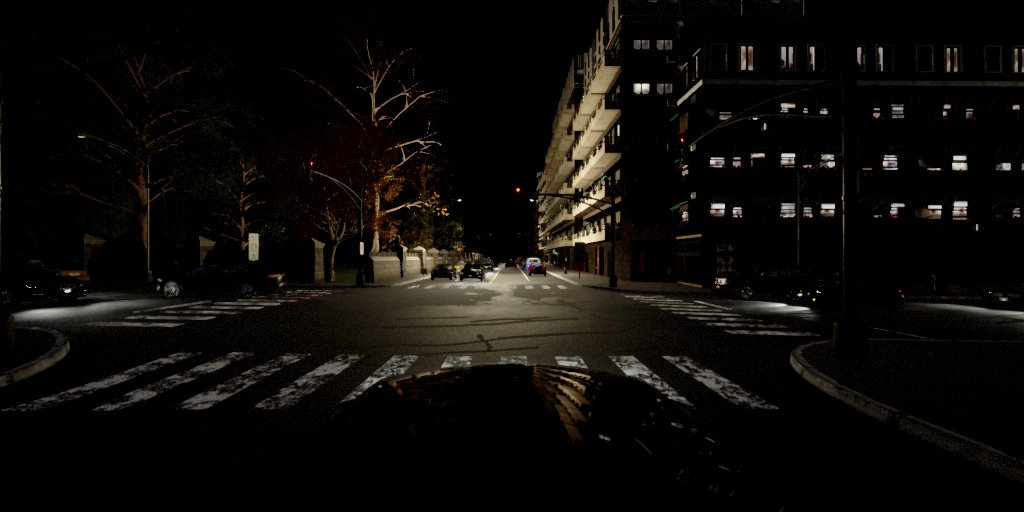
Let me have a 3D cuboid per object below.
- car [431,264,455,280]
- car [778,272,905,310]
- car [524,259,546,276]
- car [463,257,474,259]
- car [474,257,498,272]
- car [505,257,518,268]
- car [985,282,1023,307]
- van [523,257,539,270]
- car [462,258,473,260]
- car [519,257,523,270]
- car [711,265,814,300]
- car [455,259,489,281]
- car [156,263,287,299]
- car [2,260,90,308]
[{"bbox_3d":[-5.825,1.330,31.192,1.948,1.339,4.313,0,0,0],"label":"car"},{"bbox_3d":[15.115,1.623,16.377,4.181,1.385,1.994,1,0,-1],"label":"car"},{"bbox_3d":[2.529,1.314,36.861,1.888,1.381,4.507,0,0,0],"label":"car"},{"bbox_3d":[-5.904,1.096,48.083,2.192,1.841,5.009,0,0,0],"label":"car"},{"bbox_3d":[-3.303,1.272,46.447,2.128,1.511,4.902,0,0,0],"label":"car"},{"bbox_3d":[-0.181,1.366,61.557,1.994,1.385,4.181,0,0,0],"label":"car"},{"bbox_3d":[24.952,1.764,16.523,4.674,1.442,1.812,1,0,-1],"label":"car"},{"bbox_3d":[2.503,1.115,42.492,1.690,1.789,3.998,0,0,0],"label":"van"},{"bbox_3d":[-5.876,1.300,42.283,1.751,1.417,4.829,0,0,0],"label":"car"},{"bbox_3d":[2.450,1.229,53.752,1.967,1.591,4.097,0,0,0],"label":"car"},{"bbox_3d":[13.372,1.353,18.941,5.009,1.841,2.192,0,0,-1],"label":"car"},{"bbox_3d":[-3.226,1.268,29.855,1.837,1.490,4.892,0,0,0],"label":"car"},{"bbox_3d":[-12.852,1.048,16.046,4.902,1.511,2.128,1,0,-5],"label":"car"},{"bbox_3d":[-18.207,0.954,12.704,4.892,1.490,1.837,1,0,-1],"label":"car"}]
